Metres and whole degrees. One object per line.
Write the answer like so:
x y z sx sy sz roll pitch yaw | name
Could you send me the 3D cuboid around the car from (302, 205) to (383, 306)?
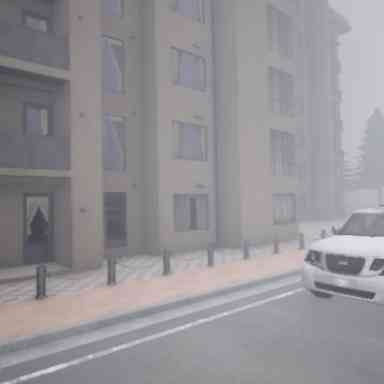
4.939 1.348 7.987 5.566 2.045 2.150 0 -2 -39 | car
